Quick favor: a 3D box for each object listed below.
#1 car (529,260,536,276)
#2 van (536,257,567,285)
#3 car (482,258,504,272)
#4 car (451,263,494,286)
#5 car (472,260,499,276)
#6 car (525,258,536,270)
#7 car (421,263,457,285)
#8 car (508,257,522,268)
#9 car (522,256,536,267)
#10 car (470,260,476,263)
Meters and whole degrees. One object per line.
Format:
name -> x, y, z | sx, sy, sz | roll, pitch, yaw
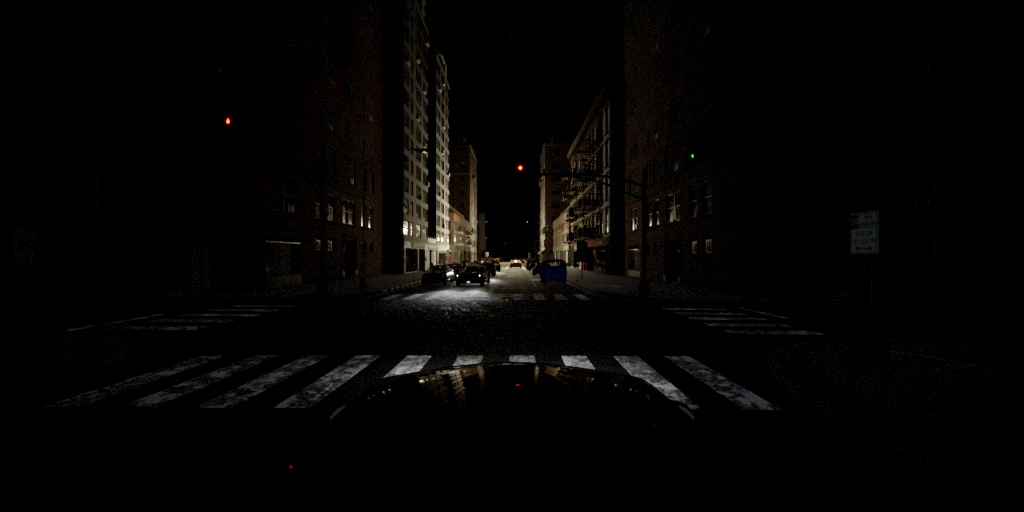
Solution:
car -> 2.954, 1.329, 36.736 | 1.802, 1.307, 4.207 | 0, 0, 1
van -> 2.850, 1.089, 25.375 | 1.690, 1.789, 3.998 | 0, 0, 1
car -> -2.446, 1.309, 45.212 | 1.994, 1.385, 4.181 | 0, 0, 1
car -> -2.649, 1.349, 25.147 | 1.895, 1.301, 4.718 | 0, 0, 4
car -> -2.544, 1.349, 35.158 | 1.895, 1.301, 4.718 | 0, 0, 1
car -> 3.058, 1.325, 48.099 | 1.802, 1.307, 4.207 | 0, 0, 1
car -> -5.175, 1.299, 25.440 | 2.007, 1.370, 4.403 | 0, 0, 1
car -> 0.626, 1.336, 59.057 | 1.895, 1.301, 4.718 | 0, 0, 1
car -> 3.110, 1.054, 53.781 | 2.192, 1.841, 5.009 | 0, 0, 1
car -> -4.968, 1.269, 47.997 | 1.751, 1.417, 4.829 | 0, 0, 1
